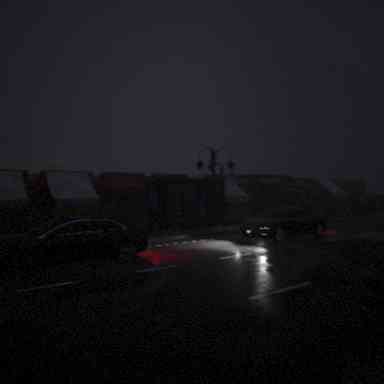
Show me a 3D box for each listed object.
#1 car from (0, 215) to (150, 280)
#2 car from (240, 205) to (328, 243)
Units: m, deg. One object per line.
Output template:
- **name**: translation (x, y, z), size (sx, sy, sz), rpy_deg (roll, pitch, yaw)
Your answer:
- **car**: translation (-3.640, 1.473, 9.991), size (4.902, 1.511, 2.128), rpy_deg (0, 0, -35)
- **car**: translation (4.386, 1.423, 15.601), size (4.892, 1.490, 1.837), rpy_deg (-1, 0, -36)
